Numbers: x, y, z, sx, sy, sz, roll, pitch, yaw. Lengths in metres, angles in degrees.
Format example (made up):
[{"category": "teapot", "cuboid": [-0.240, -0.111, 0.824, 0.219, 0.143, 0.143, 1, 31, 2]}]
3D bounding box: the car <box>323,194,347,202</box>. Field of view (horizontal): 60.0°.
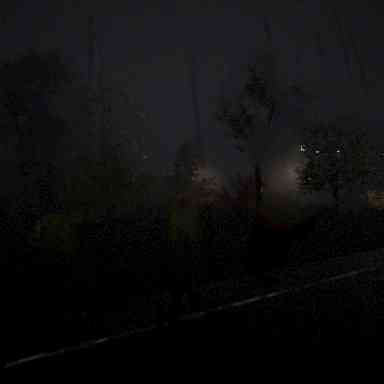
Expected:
[{"category": "car", "cuboid": [27.883, 1.181, 64.729, 2.097, 1.767, 4.553, 0, 0, -37]}]
